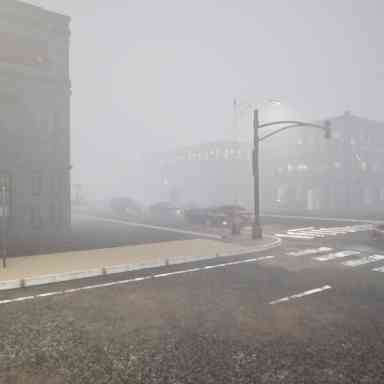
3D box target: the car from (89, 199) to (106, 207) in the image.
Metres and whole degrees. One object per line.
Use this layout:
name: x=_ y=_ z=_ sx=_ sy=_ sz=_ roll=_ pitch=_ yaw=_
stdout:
car: x=-19.441 y=2.227 z=68.094 sx=1.887 sy=1.381 sz=4.507 roll=-1 pitch=0 yaw=-36

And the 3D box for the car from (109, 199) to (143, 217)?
car: x=-6.961 y=1.846 z=36.196 sx=1.967 sy=1.590 sz=4.097 roll=-1 pitch=0 yaw=-36

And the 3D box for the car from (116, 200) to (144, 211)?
car: x=-9.231 y=1.972 z=49.354 sx=2.128 sy=1.511 sz=4.902 roll=-1 pitch=0 yaw=-36

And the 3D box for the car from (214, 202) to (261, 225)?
car: x=3.314 y=1.744 z=26.293 sx=1.812 sy=1.442 sz=4.674 roll=-1 pitch=0 yaw=-35

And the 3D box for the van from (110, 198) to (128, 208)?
van: x=-13.012 y=1.906 z=59.085 sx=1.690 sy=1.788 sz=3.998 roll=-1 pitch=0 yaw=-36

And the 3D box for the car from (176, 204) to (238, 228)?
car: x=1.007 y=1.814 z=24.833 sx=1.947 sy=1.339 sz=4.313 roll=-2 pitch=0 yaw=-36

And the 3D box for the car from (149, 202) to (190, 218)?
car: x=-2.733 y=1.830 z=34.752 sx=2.128 sy=1.511 sz=4.902 roll=-1 pitch=0 yaw=-36

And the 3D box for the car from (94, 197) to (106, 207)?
car: x=-16.230 y=1.939 z=63.589 sx=2.192 sy=1.841 sz=5.009 roll=-1 pitch=0 yaw=-36

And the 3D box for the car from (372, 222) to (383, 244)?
car: x=9.829 y=1.522 z=14.716 sx=4.674 sy=1.442 sz=1.812 roll=0 pitch=0 yaw=-36

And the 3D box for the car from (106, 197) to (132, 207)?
car: x=-8.778 y=1.677 z=43.245 sx=2.150 sy=2.045 sz=5.566 roll=-1 pitch=0 yaw=-35

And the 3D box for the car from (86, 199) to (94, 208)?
car: x=-19.256 y=2.158 z=63.395 sx=2.128 sy=1.511 sz=4.902 roll=-1 pitch=0 yaw=-36

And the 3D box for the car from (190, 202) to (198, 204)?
car: x=-0.140 y=1.903 z=41.068 sx=1.802 sy=1.307 sz=4.206 roll=-2 pitch=0 yaw=-36

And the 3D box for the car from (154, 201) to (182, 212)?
car: x=-3.356 y=1.965 z=45.572 sx=1.802 sy=1.307 sz=4.206 roll=-2 pitch=0 yaw=-36
